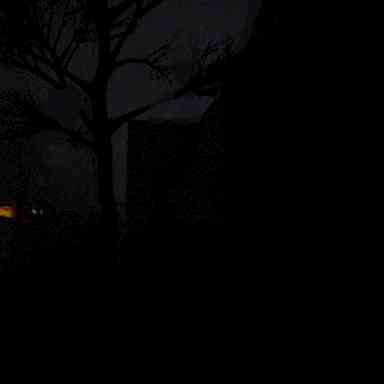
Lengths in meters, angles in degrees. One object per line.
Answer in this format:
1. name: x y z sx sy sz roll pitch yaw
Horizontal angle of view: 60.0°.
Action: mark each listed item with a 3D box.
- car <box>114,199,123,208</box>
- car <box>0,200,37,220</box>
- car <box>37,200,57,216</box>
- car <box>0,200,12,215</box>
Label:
1. car: -12.760 1.825 53.627 2.128 1.511 4.902 2 0 15
2. car: -15.301 1.500 28.263 1.882 1.535 5.008 1 -1 -6
3. car: -15.510 1.580 33.864 1.837 1.490 4.892 1 -1 2
4. car: -19.885 1.522 32.791 1.994 1.385 4.181 1 0 1
